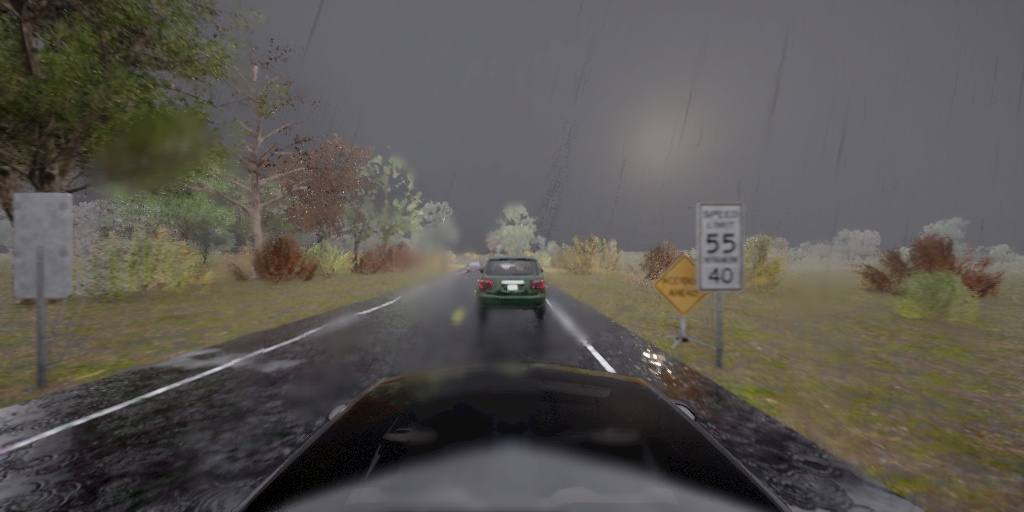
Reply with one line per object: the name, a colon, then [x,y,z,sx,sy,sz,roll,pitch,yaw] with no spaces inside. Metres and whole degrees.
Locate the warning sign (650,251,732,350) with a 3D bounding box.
warning sign: [3.532,0.889,7.430,1.300,1.860,1.060,0,0,0]

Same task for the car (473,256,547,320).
car: [-0.003,1.020,13.049,2.150,2.045,5.566,0,0,-1]

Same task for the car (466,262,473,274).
car: [-4.634,1.445,44.695,1.812,1.442,4.674,0,0,-3]
